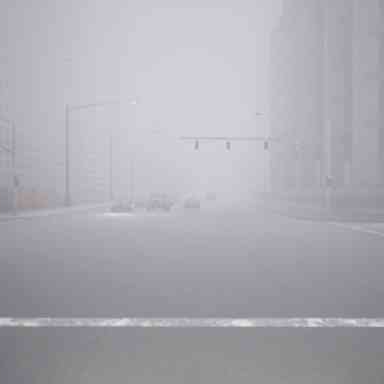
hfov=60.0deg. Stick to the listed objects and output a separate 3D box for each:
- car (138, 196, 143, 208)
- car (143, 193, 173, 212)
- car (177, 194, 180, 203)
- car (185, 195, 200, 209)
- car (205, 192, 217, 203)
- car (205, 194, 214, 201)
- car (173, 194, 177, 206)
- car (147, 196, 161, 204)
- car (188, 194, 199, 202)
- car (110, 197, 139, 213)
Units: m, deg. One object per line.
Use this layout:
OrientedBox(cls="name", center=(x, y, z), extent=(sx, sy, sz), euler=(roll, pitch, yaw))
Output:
OrientedBox(cls="car", center=(-7.145, 1.343, 44.676), extent=(1.882, 1.535, 5.008), euler=(0, 0, 1))
OrientedBox(cls="car", center=(-3.732, 1.107, 37.895), extent=(2.150, 2.045, 5.566), euler=(0, 0, 1))
OrientedBox(cls="car", center=(-3.318, 1.163, 62.874), extent=(2.097, 1.767, 4.553), euler=(0, 0, 1))
OrientedBox(cls="car", center=(0.038, 1.432, 43.958), extent=(1.994, 1.385, 4.181), euler=(0, 0, 1))
OrientedBox(cls="car", center=(3.755, 1.026, 65.128), extent=(2.150, 2.045, 5.566), euler=(0, 0, 1))
OrientedBox(cls="car", center=(3.915, 1.188, 75.741), extent=(1.837, 1.490, 4.892), euler=(0, 0, 1))
OrientedBox(cls="car", center=(-3.582, 1.360, 48.297), extent=(1.837, 1.490, 4.892), euler=(0, 0, 1))
OrientedBox(cls="car", center=(-6.865, 1.382, 60.561), extent=(1.994, 1.385, 4.181), euler=(0, 0, 1))
OrientedBox(cls="car", center=(0.346, 1.286, 68.829), extent=(2.128, 1.511, 4.902), euler=(0, 0, 1))
OrientedBox(cls="car", center=(-7.273, 1.458, 35.314), extent=(1.994, 1.385, 4.181), euler=(0, 0, 1))
